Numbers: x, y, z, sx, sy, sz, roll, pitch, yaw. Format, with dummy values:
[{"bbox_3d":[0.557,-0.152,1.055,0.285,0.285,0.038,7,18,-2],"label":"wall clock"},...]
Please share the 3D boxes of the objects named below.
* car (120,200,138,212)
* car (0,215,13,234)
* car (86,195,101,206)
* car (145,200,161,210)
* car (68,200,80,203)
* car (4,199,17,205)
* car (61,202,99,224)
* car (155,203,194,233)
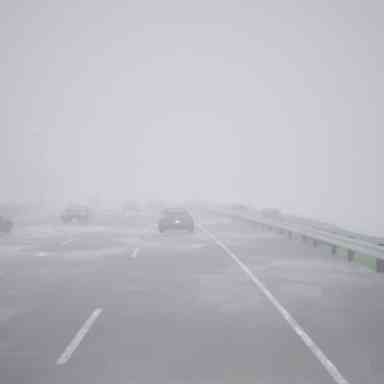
[{"bbox_3d":[-7.821,1.695,41.401,2.033,1.411,5.357,-1,0,-16],"label":"car"},{"bbox_3d":[-11.262,1.692,17.687,1.812,1.442,4.674,0,0,-6],"label":"car"},{"bbox_3d":[-18.301,1.530,61.841,2.150,2.045,5.566,0,0,-21],"label":"car"},{"bbox_3d":[-5.057,1.716,44.121,1.895,1.301,4.718,-1,0,-15],"label":"car"},{"bbox_3d":[-17.166,1.878,48.607,1.895,1.301,4.718,-1,0,-18],"label":"car"},{"bbox_3d":[-33.441,2.024,61.454,2.033,1.411,5.357,-1,0,-23],"label":"car"},{"bbox_3d":[-8.802,1.745,26.124,1.895,1.301,4.718,-1,0,-9],"label":"car"},{"bbox_3d":[-1.052,1.600,20.260,1.994,1.385,4.181,-1,0,-7],"label":"car"}]
